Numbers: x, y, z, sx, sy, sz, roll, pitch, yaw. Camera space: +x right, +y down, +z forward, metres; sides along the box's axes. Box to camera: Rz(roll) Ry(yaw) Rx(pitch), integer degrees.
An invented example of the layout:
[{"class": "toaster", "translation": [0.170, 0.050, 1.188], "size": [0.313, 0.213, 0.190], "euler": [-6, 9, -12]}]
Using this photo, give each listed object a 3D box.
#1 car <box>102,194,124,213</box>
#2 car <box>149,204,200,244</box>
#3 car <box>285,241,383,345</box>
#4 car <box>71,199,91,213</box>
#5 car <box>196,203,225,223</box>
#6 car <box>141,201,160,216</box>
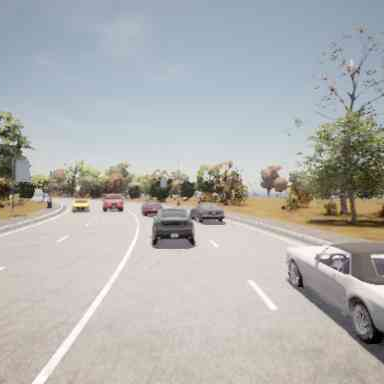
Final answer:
[{"class": "car", "translation": [-9.232, 1.262, 38.894], "size": [2.150, 2.045, 5.566], "euler": [0, 0, -16]}, {"class": "car", "translation": [-0.955, 1.518, 15.897], "size": [1.837, 1.490, 4.892], "euler": [0, 0, -6]}, {"class": "car", "translation": [3.351, 1.598, 6.336], "size": [1.895, 1.301, 4.718], "euler": [0, 0, -2]}, {"class": "car", "translation": [-12.672, 1.520, 38.149], "size": [1.882, 1.535, 5.008], "euler": [0, 0, -16]}, {"class": "car", "translation": [1.118, 1.566, 26.115], "size": [2.033, 1.411, 5.357], "euler": [0, 0, -10]}, {"class": "car", "translation": [-4.017, 1.596, 33.322], "size": [1.994, 1.385, 4.181], "euler": [0, 0, -13]}]
